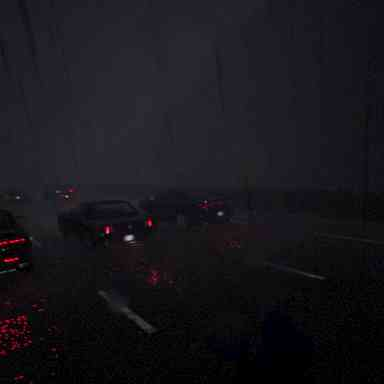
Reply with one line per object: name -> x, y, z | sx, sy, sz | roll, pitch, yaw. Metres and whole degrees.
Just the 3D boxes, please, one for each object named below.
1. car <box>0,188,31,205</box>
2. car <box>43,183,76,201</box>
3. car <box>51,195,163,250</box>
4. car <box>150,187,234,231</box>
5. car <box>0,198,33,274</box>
car -> -14.669, 0.366, 27.425 | 1.994, 1.385, 4.181 | -6, 5, -35
car -> -11.729, 0.025, 29.302 | 1.837, 1.490, 4.892 | -6, 5, -35
car -> -3.100, 0.952, 11.257 | 1.895, 1.301, 4.718 | -6, 5, -35
car -> -0.469, 0.532, 13.557 | 1.882, 1.535, 5.008 | -6, 5, -35
car -> -5.407, 1.168, 8.472 | 1.837, 1.490, 4.892 | -6, 5, -35
